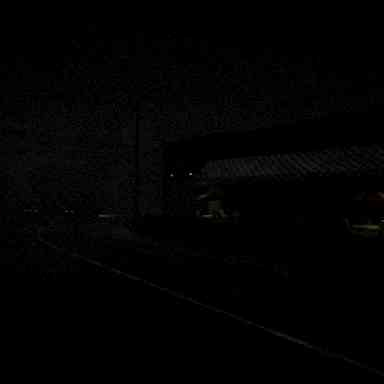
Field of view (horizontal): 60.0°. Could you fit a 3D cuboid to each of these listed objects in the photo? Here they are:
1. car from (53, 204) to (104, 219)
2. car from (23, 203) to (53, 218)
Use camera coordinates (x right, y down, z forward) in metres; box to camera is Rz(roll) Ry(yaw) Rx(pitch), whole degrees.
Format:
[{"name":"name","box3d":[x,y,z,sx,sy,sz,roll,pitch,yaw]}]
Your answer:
[{"name":"car","box3d":[-11.099,1.899,33.666,2.033,1.411,5.357,0,-1,17]},{"name":"car","box3d":[-14.706,1.864,34.051,2.033,1.411,5.357,0,-1,15]}]
